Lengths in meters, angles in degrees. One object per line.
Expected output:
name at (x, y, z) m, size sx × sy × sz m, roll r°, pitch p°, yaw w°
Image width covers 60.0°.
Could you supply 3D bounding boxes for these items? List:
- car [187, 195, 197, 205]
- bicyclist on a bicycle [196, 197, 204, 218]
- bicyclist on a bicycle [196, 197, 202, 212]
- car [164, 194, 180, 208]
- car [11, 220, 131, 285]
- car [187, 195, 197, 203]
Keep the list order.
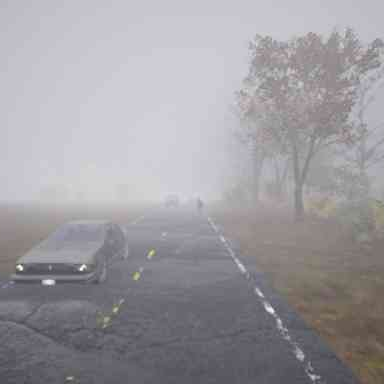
car at (0.037, 1.744, 62.484) m, size 1.994 × 1.385 × 4.181 m, roll 0°, pitch 0°, yaw 1°
bicyclist on a bicycle at (0.825, 1.537, 30.431) m, size 0.582 × 1.620 × 1.656 m, roll 0°, pitch 0°, yaw 0°
bicyclist on a bicycle at (0.817, 1.482, 39.448) m, size 0.659 × 1.776 × 1.843 m, roll -1°, pitch 0°, yaw 0°
car at (-3.059, 1.372, 52.161) m, size 2.150 × 2.045 × 5.566 m, roll 0°, pitch 0°, yaw 0°
car at (-3.100, 1.576, 9.862) m, size 2.033 × 1.411 × 5.357 m, roll 0°, pitch 0°, yaw 0°
car at (0.003, 1.574, 76.158) m, size 2.097 × 1.767 × 4.553 m, roll 0°, pitch 0°, yaw 0°
